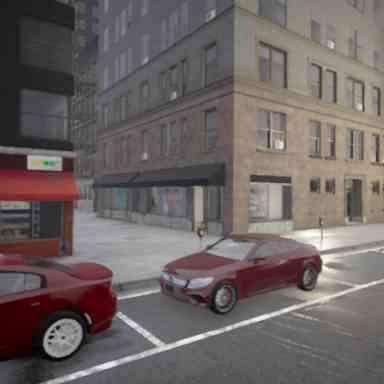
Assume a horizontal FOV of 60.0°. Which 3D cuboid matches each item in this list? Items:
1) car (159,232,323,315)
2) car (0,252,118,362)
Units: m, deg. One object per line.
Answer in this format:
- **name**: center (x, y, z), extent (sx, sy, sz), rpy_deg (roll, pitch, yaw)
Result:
- **car**: center (1.286, 1.610, 7.562), extent (4.206, 1.307, 1.802), rpy_deg (0, 0, -35)
- **car**: center (-3.234, 1.544, 4.340), extent (4.507, 1.381, 1.887), rpy_deg (0, 0, -35)
